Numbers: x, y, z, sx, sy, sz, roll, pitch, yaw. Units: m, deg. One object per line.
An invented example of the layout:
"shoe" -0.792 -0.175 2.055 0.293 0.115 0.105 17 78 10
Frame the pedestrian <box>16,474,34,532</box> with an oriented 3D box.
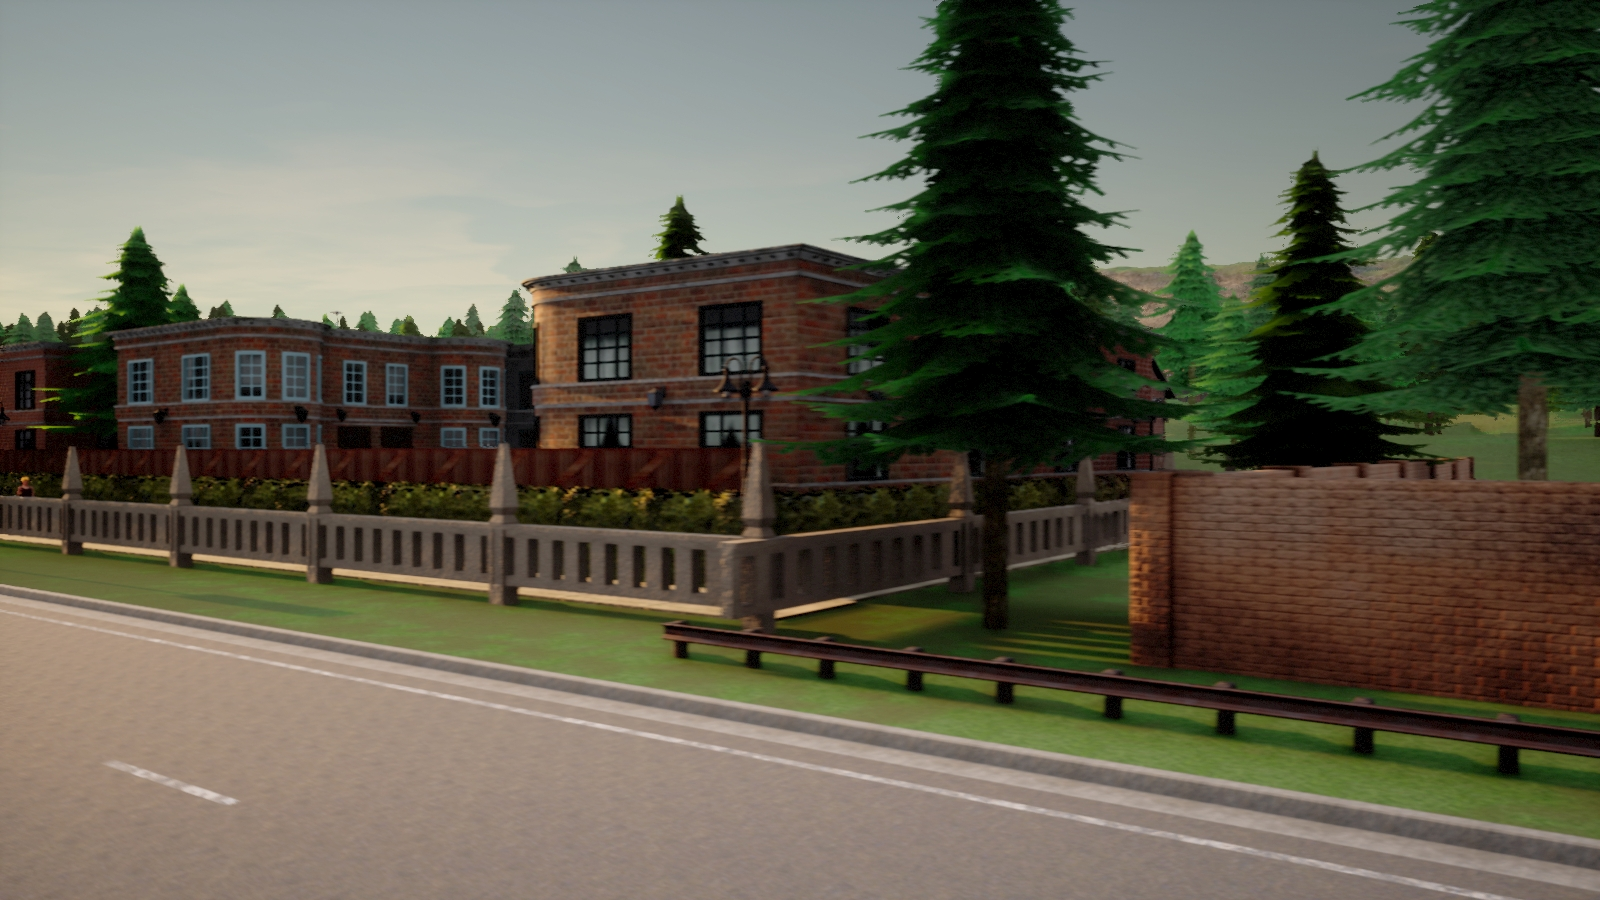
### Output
"pedestrian" -25.306 1.728 37.296 0.375 1.860 0.375 0 0 35
